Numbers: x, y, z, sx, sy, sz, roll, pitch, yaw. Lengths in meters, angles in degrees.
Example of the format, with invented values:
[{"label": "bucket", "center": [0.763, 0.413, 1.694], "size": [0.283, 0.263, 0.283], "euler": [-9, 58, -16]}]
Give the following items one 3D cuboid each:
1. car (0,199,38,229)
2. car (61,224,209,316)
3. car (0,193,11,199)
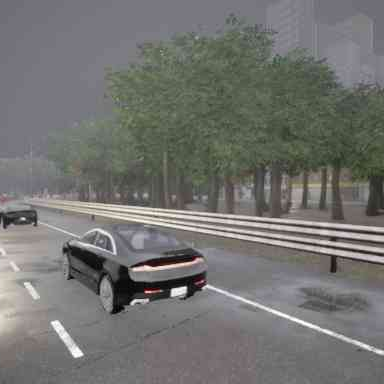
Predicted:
[{"label": "car", "center": [-11.603, 1.492, 22.071], "size": [1.882, 1.535, 5.008], "euler": [0, 0, -35]}, {"label": "car", "center": [-1.608, 1.491, 7.706], "size": [2.128, 1.511, 4.902], "euler": [0, 0, -35]}, {"label": "car", "center": [-38.666, 1.214, 67.820], "size": [2.150, 2.045, 5.566], "euler": [0, 0, -17]}]
